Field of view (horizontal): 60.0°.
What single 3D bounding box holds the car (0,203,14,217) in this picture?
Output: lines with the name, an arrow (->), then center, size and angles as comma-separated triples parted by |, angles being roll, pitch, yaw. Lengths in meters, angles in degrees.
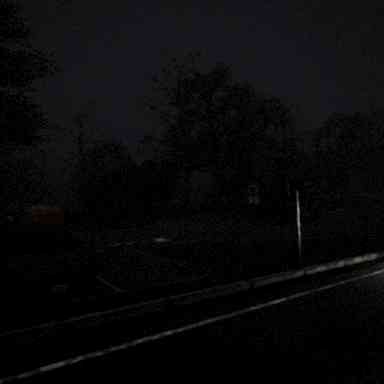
car -> -11.805, 1.460, 19.602 | 2.185, 1.767, 4.553 | 0, 0, -35

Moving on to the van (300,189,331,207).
van -> 12.569, 0.679, 36.855 | 1.878, 1.987, 4.442 | 0, 1, -35

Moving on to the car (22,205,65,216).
car -> -9.516, 1.595, 21.165 | 2.097, 1.535, 5.008 | 0, 0, -35

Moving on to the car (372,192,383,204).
car -> 21.530, 0.830, 43.521 | 1.946, 1.575, 5.366 | -1, 1, -35

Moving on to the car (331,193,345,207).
car -> 14.685, 0.932, 38.497 | 2.002, 1.452, 4.674 | 0, 0, -35

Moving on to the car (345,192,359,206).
car -> 16.965, 0.921, 40.096 | 2.002, 1.452, 4.674 | 0, 0, -35

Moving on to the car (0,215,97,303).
car -> -4.150, 1.622, 8.921 | 2.163, 1.488, 4.792 | 0, 0, -35

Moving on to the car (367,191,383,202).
car -> 28.387, 0.690, 48.097 | 2.097, 1.535, 5.008 | -2, 1, -35

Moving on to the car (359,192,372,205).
car -> 19.334, 0.891, 41.789 | 2.163, 1.488, 4.792 | 0, 0, -35
